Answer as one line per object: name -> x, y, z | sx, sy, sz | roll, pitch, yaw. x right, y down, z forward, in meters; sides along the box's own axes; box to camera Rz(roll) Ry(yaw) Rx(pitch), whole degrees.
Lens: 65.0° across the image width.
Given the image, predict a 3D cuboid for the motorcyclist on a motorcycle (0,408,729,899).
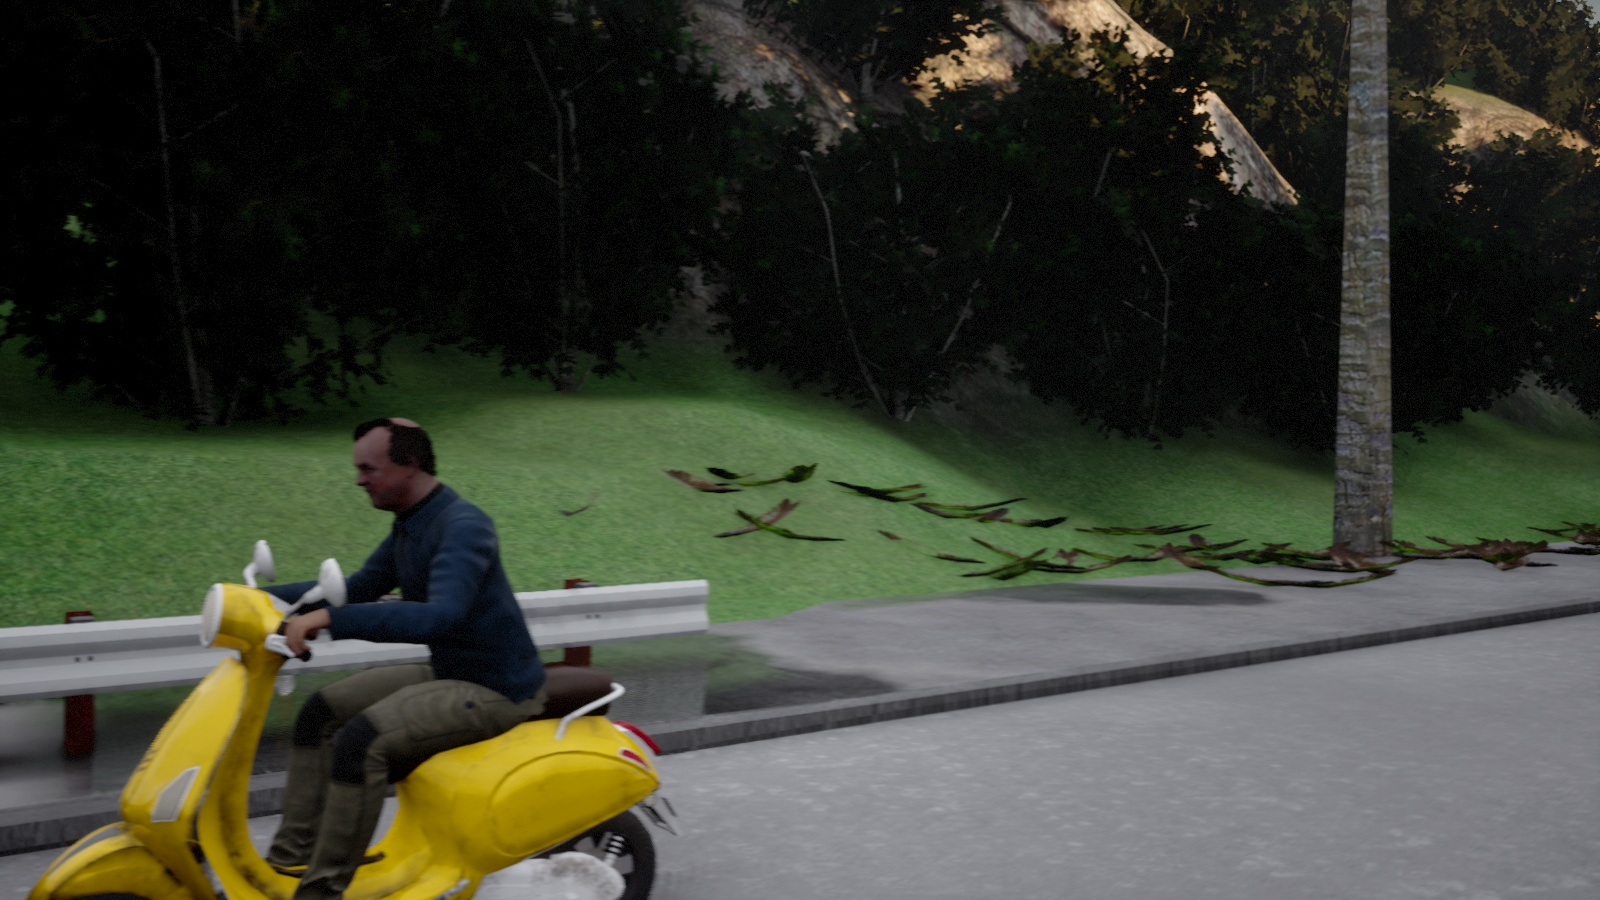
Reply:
motorcyclist on a motorcycle -> -1.197, 0.709, 3.423 | 1.817, 1.590, 0.866 | 0, 0, -35
